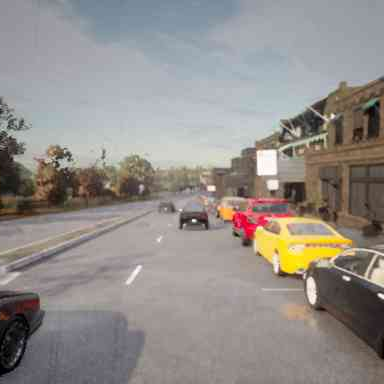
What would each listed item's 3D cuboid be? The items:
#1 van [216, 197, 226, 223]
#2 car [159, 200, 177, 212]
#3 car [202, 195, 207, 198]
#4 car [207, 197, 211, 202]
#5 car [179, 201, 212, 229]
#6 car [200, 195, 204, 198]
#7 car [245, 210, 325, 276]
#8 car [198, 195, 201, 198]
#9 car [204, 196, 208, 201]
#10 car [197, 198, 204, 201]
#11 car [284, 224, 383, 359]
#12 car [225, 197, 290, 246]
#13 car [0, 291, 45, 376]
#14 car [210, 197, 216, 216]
[{"bbox_3d":[3.256,1.420,27.268,1.878,1.987,4.442,0,0,0],"label":"van"},{"bbox_3d":[-3.102,1.759,41.943,1.837,1.490,4.892,0,0,0],"label":"car"},{"bbox_3d":[3.292,1.844,60.360,1.946,1.575,5.366,0,0,0],"label":"car"},{"bbox_3d":[3.268,1.587,38.170,2.185,1.767,4.553,0,0,0],"label":"car"},{"bbox_3d":[0.125,1.617,22.934,1.882,1.535,5.008,0,0,0],"label":"car"},{"bbox_3d":[3.300,1.753,65.670,2.185,1.767,4.553,0,0,0],"label":"car"},{"bbox_3d":[3.237,1.545,10.570,2.097,1.535,5.008,0,0,0],"label":"car"},{"bbox_3d":[3.306,1.980,82.270,2.231,1.521,4.892,0,0,0],"label":"car"},{"bbox_3d":[3.280,1.780,49.119,2.231,1.521,4.892,0,0,0],"label":"car"},{"bbox_3d":[0.148,1.800,41.493,2.033,1.411,5.357,0,0,0],"label":"car"},{"bbox_3d":[3.231,1.513,5.044,2.231,1.521,4.892,0,0,0],"label":"car"},{"bbox_3d":[3.243,1.327,16.005,2.435,2.045,5.566,0,0,0],"label":"car"},{"bbox_3d":[-3.147,1.564,2.568,2.033,1.411,5.357,0,0,0],"label":"car"},{"bbox_3d":[3.262,1.553,32.645,2.185,1.767,4.553,0,0,0],"label":"car"}]
